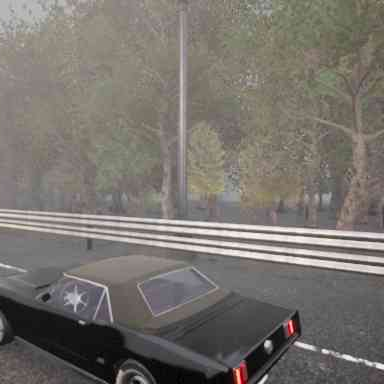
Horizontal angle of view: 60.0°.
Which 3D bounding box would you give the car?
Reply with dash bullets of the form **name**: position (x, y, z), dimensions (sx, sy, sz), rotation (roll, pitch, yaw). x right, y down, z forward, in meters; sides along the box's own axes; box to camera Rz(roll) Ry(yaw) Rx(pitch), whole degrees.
- **car**: position (-1.100, 1.602, 4.661), dimensions (4.718, 1.301, 1.895), rotation (0, 0, 36)
